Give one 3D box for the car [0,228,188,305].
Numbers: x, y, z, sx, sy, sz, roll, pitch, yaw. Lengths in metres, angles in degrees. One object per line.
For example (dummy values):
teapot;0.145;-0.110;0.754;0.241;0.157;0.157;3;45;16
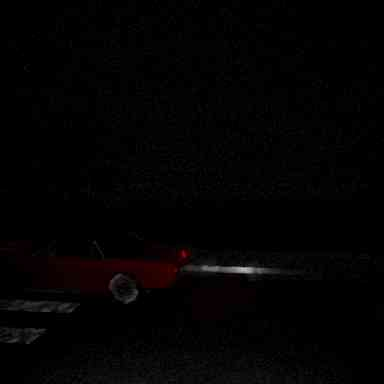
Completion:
car;-2.542;1.495;7.369;4.718;1.301;1.895;0;2;7
